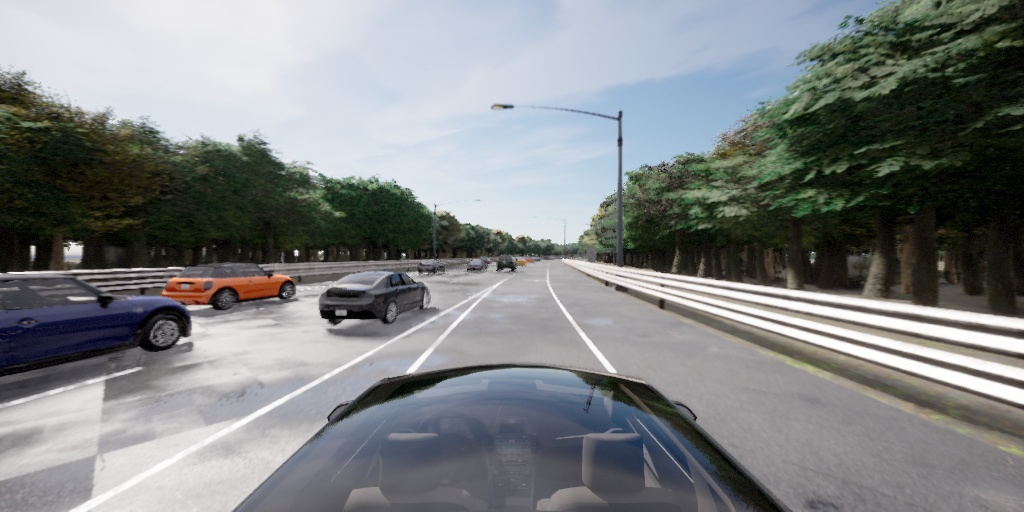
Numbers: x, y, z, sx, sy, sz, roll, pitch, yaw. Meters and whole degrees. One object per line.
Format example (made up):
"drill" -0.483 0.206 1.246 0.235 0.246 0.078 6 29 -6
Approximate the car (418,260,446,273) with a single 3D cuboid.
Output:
"car" -8.523 1.188 38.318 2.128 1.511 4.902 0 0 6

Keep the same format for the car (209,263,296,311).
"car" -10.972 1.061 14.395 2.097 1.767 4.553 1 0 6

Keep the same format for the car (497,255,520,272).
"car" -0.633 0.937 46.605 2.150 2.045 5.566 0 0 6

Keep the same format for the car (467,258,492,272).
"car" -4.325 1.252 44.916 2.033 1.411 5.357 0 0 6

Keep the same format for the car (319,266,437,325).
"car" -4.209 1.240 11.759 1.837 1.490 4.892 0 0 6

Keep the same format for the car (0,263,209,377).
"car" -8.307 1.072 6.097 2.097 1.767 4.553 0 0 6
